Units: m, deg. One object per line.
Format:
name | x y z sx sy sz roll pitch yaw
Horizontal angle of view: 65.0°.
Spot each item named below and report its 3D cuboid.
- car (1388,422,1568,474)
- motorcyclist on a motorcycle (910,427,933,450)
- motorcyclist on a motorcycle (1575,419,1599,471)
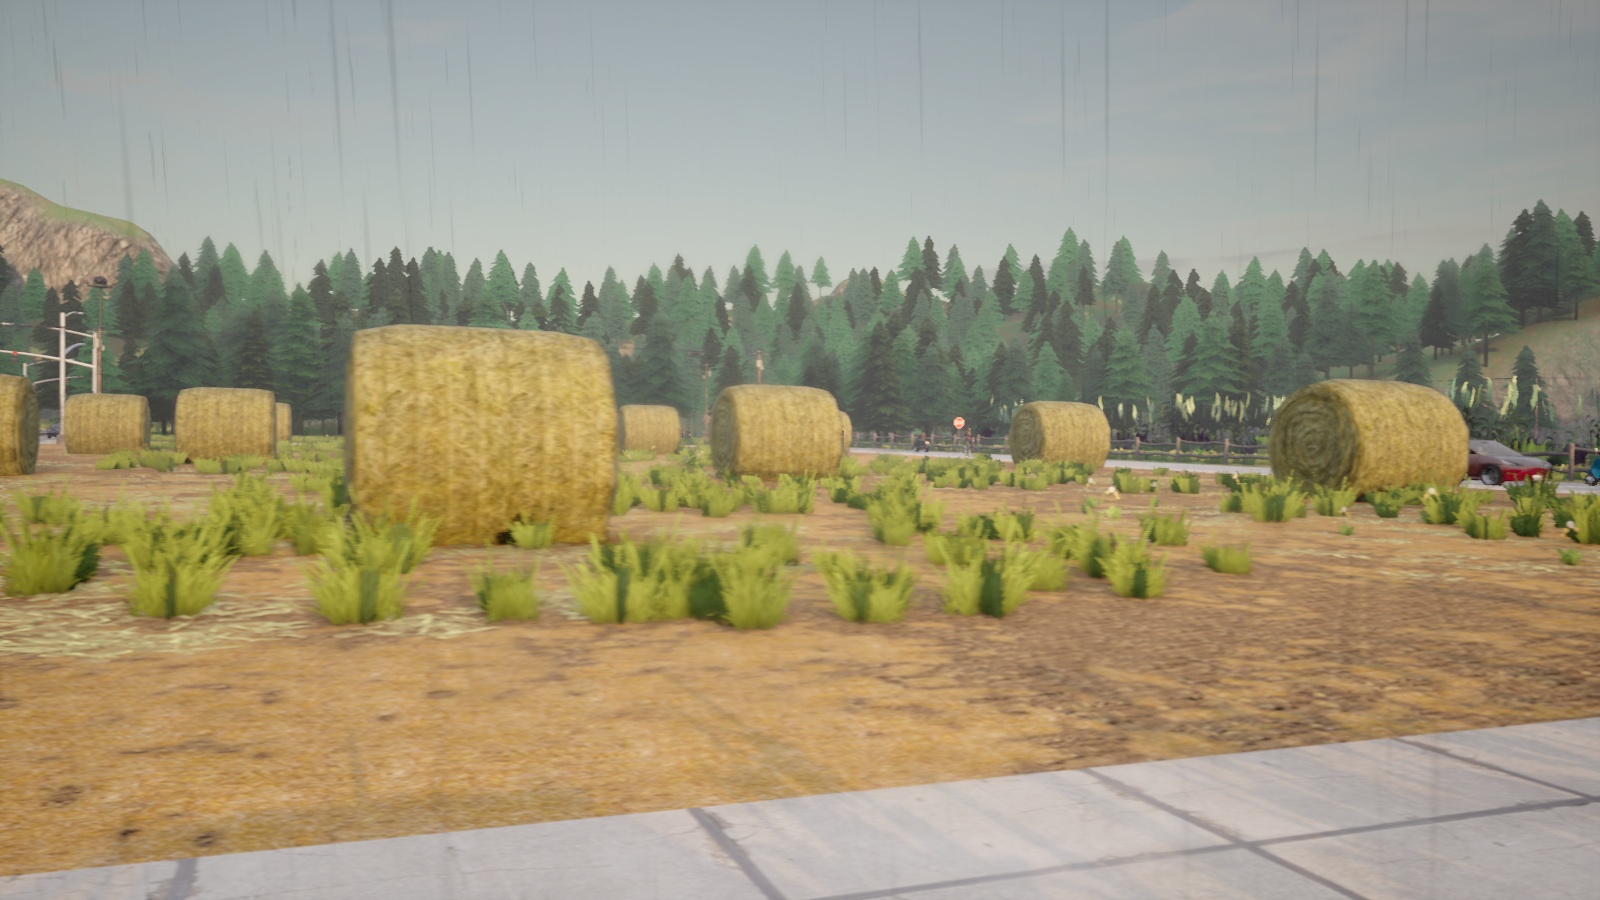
car | 21.059 -0.089 39.246 2.163 1.488 4.792 -1 1 -18
motorcyclist on a motorcycle | 8.636 -0.816 89.264 0.766 1.649 2.350 -1 1 -18
motorcyclist on a motorcycle | 24.948 -0.165 38.585 0.866 1.590 1.817 -1 1 -18
